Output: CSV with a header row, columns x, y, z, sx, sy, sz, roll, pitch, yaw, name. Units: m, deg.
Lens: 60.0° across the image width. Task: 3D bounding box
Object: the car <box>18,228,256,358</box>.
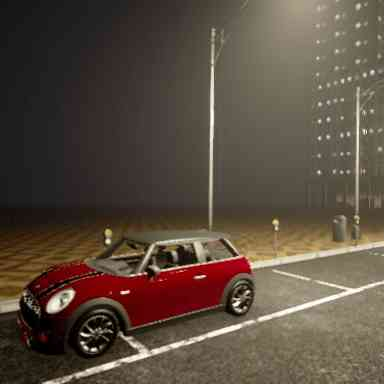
x,y,z,sx,sy,sz,roll,pitch,yaw,name
-0.815,1.471,5.973,4.097,1.590,1.967,1,0,-36,car
